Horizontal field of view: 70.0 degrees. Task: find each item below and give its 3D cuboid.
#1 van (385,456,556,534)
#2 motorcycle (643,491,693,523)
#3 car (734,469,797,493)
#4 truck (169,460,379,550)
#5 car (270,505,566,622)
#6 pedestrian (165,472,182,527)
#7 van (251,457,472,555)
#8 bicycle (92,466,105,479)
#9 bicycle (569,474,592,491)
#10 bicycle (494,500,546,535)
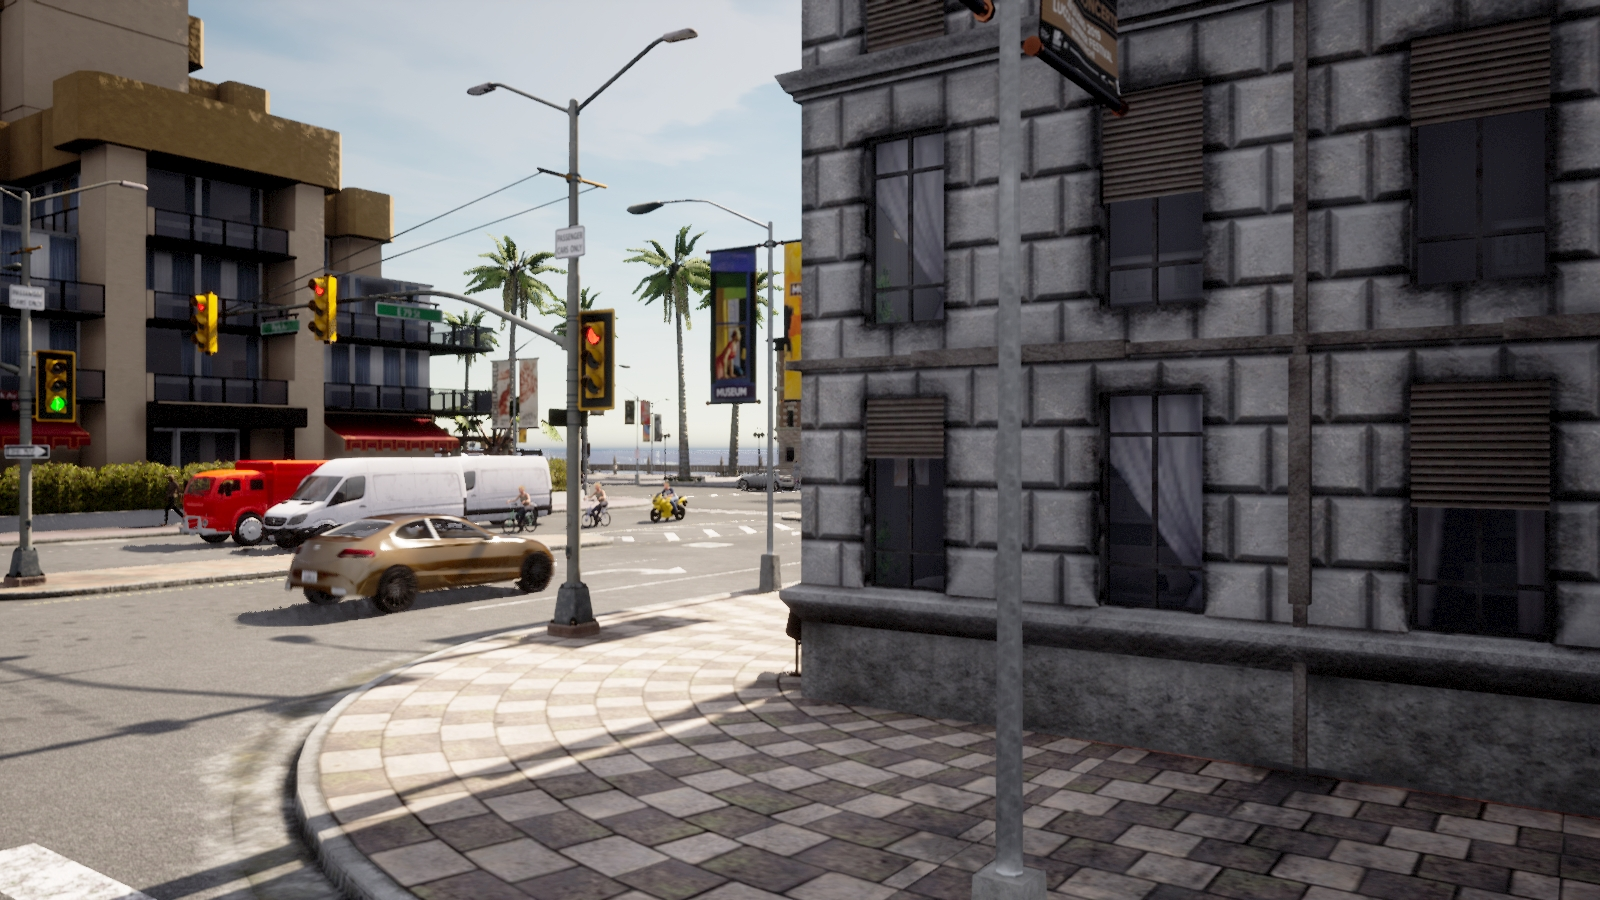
[{"bbox_3d":[-11.636,1.516,40.813,1.988,2.561,5.915,0,0,35],"label":"van"},{"bbox_3d":[-5.089,2.197,44.130,0.803,1.145,2.033,0,0,35],"label":"motorcycle"},{"bbox_3d":[-2.301,2.040,76.571,3.806,1.475,1.970,0,0,36],"label":"car"},{"bbox_3d":[-15.891,1.550,34.807,2.627,2.467,5.204,0,0,35],"label":"truck"},{"bbox_3d":[-6.930,1.982,21.315,2.152,1.651,5.027,0,0,32],"label":"car"},{"bbox_3d":[-21.453,1.674,39.146,0.375,1.860,0.375,0,0,33],"label":"pedestrian"},{"bbox_3d":[-12.629,1.518,33.353,1.988,2.561,5.915,0,0,35],"label":"van"},{"bbox_3d":[-66.876,2.148,108.948,1.835,1.171,0.329,0,0,36],"label":"bicycle"},{"bbox_3d":[-14.744,2.180,76.867,1.835,1.171,0.329,0,0,35],"label":"bicycle"},{"bbox_3d":[-9.333,2.240,38.087,0.859,1.080,1.487,0,0,35],"label":"bicycle"}]
